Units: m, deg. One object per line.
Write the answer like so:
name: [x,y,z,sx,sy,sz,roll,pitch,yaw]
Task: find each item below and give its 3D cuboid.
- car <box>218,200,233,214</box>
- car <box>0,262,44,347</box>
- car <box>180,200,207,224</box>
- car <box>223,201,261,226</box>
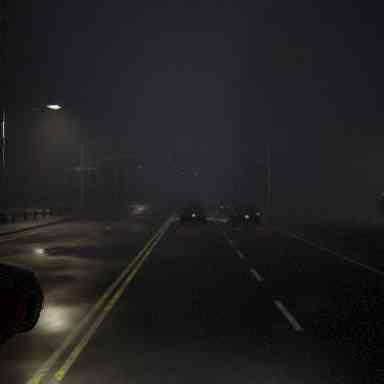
car: [3.761,1.566,35.469,2.033,1.411,5.357,0,0,4]
car: [-3.557,1.567,4.044,1.994,1.385,4.181,0,0,0]
car: [0.102,1.578,24.802,1.994,1.385,4.181,0,0,0]
car: [3.582,1.577,23.647,1.994,1.385,4.181,0,0,1]
